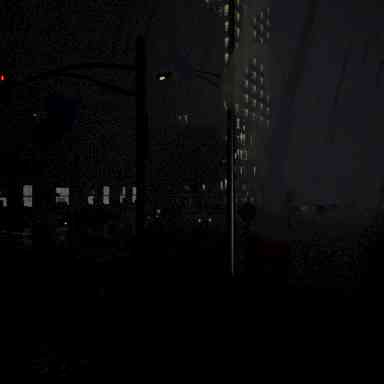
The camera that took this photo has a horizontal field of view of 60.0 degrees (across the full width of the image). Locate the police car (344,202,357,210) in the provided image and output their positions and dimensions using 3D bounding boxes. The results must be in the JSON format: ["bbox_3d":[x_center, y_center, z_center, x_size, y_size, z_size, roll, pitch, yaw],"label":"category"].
[{"bbox_3d":[31.476,2.738,65.848,1.930,1.638,5.238,0,-1,33],"label":"police car"}]

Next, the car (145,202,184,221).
[{"bbox_3d":[-2.779,1.835,32.877,2.097,1.767,4.553,0,-1,33],"label":"car"}]

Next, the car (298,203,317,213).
[{"bbox_3d":[19.118,2.533,54.738,1.837,1.490,4.892,0,-1,33],"label":"car"}]

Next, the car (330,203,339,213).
[{"bbox_3d":[22.516,2.529,53.841,1.882,1.535,5.008,0,-1,33],"label":"car"}]

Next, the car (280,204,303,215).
[{"bbox_3d":[13.933,2.459,46.577,1.895,1.301,4.718,0,-1,33],"label":"car"}]

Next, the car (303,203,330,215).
[{"bbox_3d":[16.987,2.375,45.226,1.837,1.490,4.892,0,-1,33],"label":"car"}]

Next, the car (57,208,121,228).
[{"bbox_3d":[-7.694,1.921,25.234,1.895,1.301,4.718,0,-1,33],"label":"car"}]

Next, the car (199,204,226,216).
[{"bbox_3d":[2.682,2.189,41.362,1.812,1.442,4.674,0,-1,33],"label":"car"}]

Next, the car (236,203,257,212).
[{"bbox_3d":[8.241,2.409,49.923,1.994,1.385,4.181,0,-1,34],"label":"car"}]

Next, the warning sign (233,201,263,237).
[{"bbox_3d":[3.123,1.454,18.543,1.300,1.860,1.060,1,1,33],"label":"warning sign"}]
